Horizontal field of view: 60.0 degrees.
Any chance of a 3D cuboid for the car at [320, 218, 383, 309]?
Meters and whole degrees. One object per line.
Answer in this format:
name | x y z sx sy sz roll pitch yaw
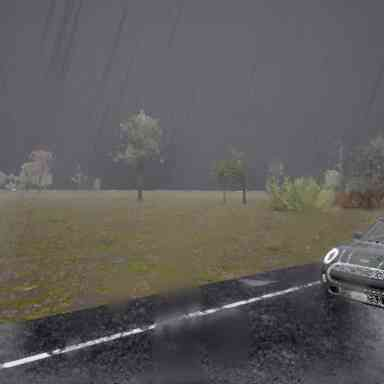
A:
car | 4.944 1.355 7.508 4.553 1.767 2.097 0 0 -35
